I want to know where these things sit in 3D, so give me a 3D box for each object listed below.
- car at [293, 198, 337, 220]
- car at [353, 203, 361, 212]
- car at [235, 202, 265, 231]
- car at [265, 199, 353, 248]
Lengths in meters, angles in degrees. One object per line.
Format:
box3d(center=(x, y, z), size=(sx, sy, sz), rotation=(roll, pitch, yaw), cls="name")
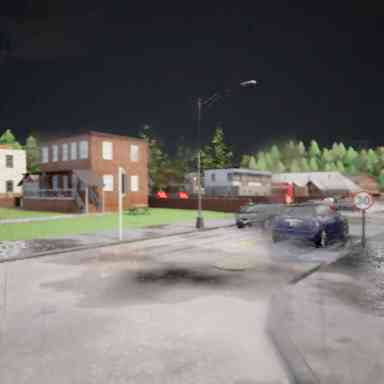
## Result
box3d(center=(10.342, 1.357, 27.697), size=(1.882, 1.535, 5.008), rotation=(0, 0, 39), cls="car")
box3d(center=(16.577, 1.398, 35.446), size=(1.994, 1.385, 4.181), rotation=(0, 0, 39), cls="car")
box3d(center=(4.429, 1.427, 20.336), size=(1.837, 1.490, 4.892), rotation=(0, 0, 39), cls="car")
box3d(center=(5.376, 1.287, 14.885), size=(2.097, 1.767, 4.553), rotation=(0, 0, 39), cls="car")
